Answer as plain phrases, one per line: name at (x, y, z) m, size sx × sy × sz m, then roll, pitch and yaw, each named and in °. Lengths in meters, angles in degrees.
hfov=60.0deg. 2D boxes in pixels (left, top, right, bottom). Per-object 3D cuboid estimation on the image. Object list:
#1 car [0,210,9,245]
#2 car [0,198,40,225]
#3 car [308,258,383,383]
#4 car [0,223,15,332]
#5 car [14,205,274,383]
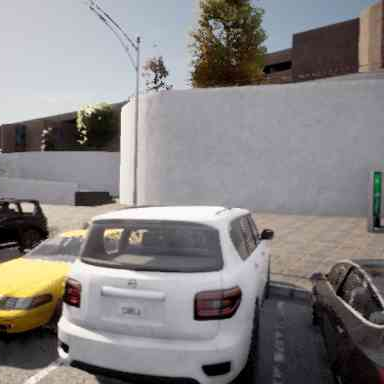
car at (-9.656, 1.513, 12.664) m, size 2.002 × 1.452 × 4.674 m, roll 1°, pitch 0°, yaw 15°
car at (-7.210, 1.237, 10.892) m, size 2.435 × 2.045 × 5.566 m, roll 1°, pitch 0°, yaw 15°
car at (2.581, 1.517, 3.988) m, size 2.163 × 1.488 × 4.792 m, roll 0°, pitch -1°, yaw 15°
car at (-2.363, 1.492, 7.262) m, size 1.946 × 1.575 × 5.366 m, roll 1°, pitch -1°, yaw 15°
car at (0.138, 1.244, 5.729) m, size 2.435 × 2.045 × 5.566 m, roll 0°, pitch -1°, yaw 15°
